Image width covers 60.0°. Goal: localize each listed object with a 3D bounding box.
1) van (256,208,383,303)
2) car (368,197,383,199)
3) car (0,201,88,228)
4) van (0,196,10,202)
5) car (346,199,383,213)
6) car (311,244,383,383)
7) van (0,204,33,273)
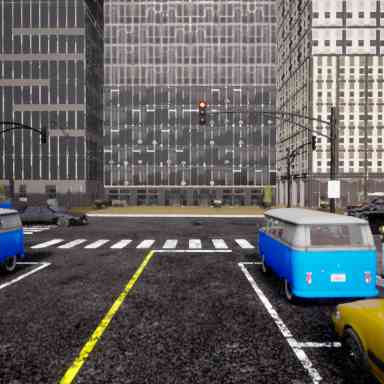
[{"bbox_3d":[2.682,1.339,7.953,1.690,1.788,3.998,-1,0,0],"label":"van"},{"bbox_3d":[15.252,1.339,27.278,5.009,1.841,2.192,0,1,0],"label":"car"},{"bbox_3d":[-9.670,1.524,21.644,5.357,1.411,2.033,0,1,0],"label":"car"},{"bbox_3d":[-17.138,1.201,27.486,3.998,1.788,1.690,0,1,0],"label":"van"},{"bbox_3d":[13.824,1.544,24.688,4.902,1.511,2.128,0,1,0],"label":"car"},{"bbox_3d":[2.682,1.525,2.521,1.752,1.417,4.829,-1,0,0],"label":"car"},{"bbox_3d":[-5.699,1.339,7.986,1.690,1.788,3.998,-1,0,0],"label":"van"}]
